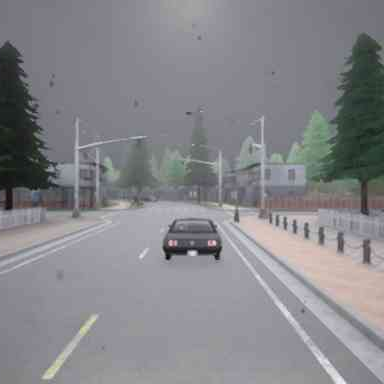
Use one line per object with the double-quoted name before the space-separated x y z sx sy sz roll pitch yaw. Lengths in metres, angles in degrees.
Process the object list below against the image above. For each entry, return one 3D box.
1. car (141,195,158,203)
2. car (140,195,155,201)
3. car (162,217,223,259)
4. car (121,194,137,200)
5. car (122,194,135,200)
"car" -8.271 1.437 66.992 2.128 1.511 4.902 0 0 -21
"car" -10.641 1.461 79.384 1.994 1.385 4.181 0 0 -36
"car" 0.034 1.594 12.436 1.895 1.301 4.718 0 0 0
"car" -16.607 1.272 87.472 1.812 1.442 4.674 0 0 -45
"car" -15.617 1.407 80.604 1.837 1.490 4.892 0 0 -36
